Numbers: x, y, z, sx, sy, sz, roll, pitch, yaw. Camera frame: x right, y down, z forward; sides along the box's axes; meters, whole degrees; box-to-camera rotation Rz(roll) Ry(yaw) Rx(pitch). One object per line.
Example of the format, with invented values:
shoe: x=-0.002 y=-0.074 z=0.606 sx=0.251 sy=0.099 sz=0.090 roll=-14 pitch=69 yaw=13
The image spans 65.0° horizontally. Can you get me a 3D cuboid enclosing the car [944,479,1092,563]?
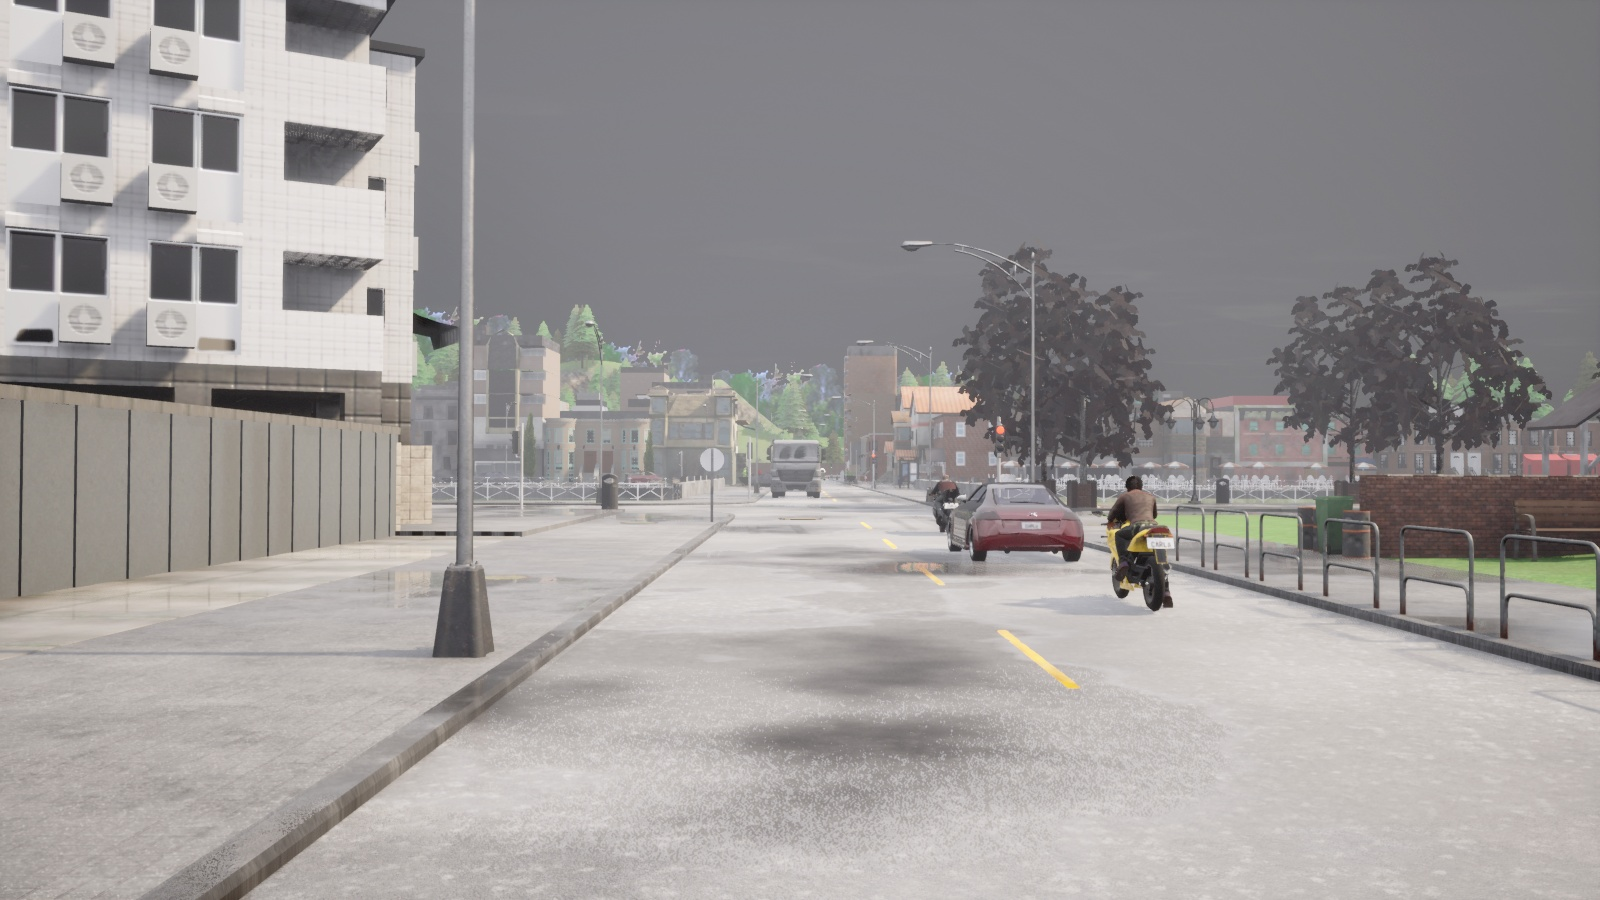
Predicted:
car: x=3.933 y=1.254 z=23.348 sx=1.994 sy=1.385 sz=4.181 roll=0 pitch=-1 yaw=0

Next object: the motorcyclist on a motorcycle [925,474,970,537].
motorcyclist on a motorcycle: x=3.677 y=1.362 z=31.448 sx=0.866 sy=1.530 sz=2.191 roll=0 pitch=-1 yaw=0

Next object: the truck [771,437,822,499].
truck: x=-0.218 y=1.085 z=74.708 sx=2.891 sy=3.462 sz=7.936 roll=0 pitch=-1 yaw=0

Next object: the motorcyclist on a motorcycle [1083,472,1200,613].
motorcyclist on a motorcycle: x=3.957 y=1.028 z=14.727 sx=0.797 sy=1.523 sz=2.044 roll=0 pitch=-1 yaw=0
